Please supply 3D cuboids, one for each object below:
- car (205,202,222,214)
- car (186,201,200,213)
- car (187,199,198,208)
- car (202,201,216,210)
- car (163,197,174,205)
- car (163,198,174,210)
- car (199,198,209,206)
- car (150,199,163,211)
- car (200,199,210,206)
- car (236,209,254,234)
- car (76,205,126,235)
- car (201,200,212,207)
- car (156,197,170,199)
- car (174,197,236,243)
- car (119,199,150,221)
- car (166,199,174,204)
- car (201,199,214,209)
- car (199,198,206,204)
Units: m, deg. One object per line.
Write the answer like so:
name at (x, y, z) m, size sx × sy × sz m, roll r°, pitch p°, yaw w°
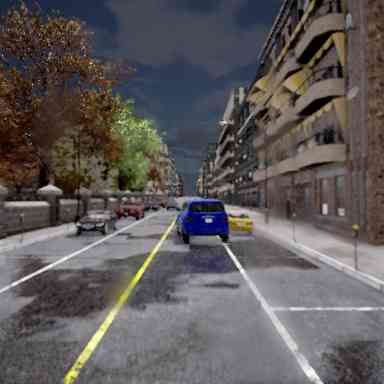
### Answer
car at (2.702, 2.001, 42.416) m, size 1.947 × 1.339 × 4.313 m, roll 1°, pitch -1°, yaw 0°
car at (0.098, 1.978, 44.110) m, size 1.812 × 1.442 × 4.674 m, roll 0°, pitch 0°, yaw 0°
car at (0.099, 2.102, 60.994) m, size 1.882 × 1.535 × 5.008 m, roll 0°, pitch 0°, yaw 0°
car at (2.702, 2.114, 53.464) m, size 1.947 × 1.339 × 4.313 m, roll 1°, pitch -1°, yaw 0°
car at (-5.674, 2.146, 81.081) m, size 2.192 × 1.841 × 5.009 m, roll 1°, pitch -1°, yaw 0°
car at (-3.036, 2.081, 52.027) m, size 2.033 × 1.411 × 5.357 m, roll 0°, pitch -1°, yaw 0°
car at (2.704, 2.215, 75.557) m, size 1.967 × 1.590 × 4.097 m, roll 1°, pitch -1°, yaw 0°
car at (-5.677, 2.057, 47.940) m, size 1.947 × 1.339 × 4.313 m, roll 1°, pitch -1°, yaw 0°
car at (2.703, 2.245, 70.203) m, size 1.752 × 1.417 × 4.829 m, roll 1°, pitch -1°, yaw 0°
car at (2.703, 1.737, 20.494) m, size 1.752 × 1.417 × 4.829 m, roll 1°, pitch -1°, yaw 0°
car at (-5.677, 1.760, 20.324) m, size 2.008 × 1.369 × 4.403 m, roll 1°, pitch -1°, yaw 0°
car at (2.703, 2.206, 64.509) m, size 1.887 × 1.381 × 4.507 m, roll 1°, pitch -1°, yaw 0°
car at (-5.673, 1.919, 58.989) m, size 2.192 × 1.841 × 5.009 m, roll 1°, pitch -1°, yaw 0°
car at (0.441, 1.399, 17.332) m, size 2.150 × 2.045 × 5.566 m, roll 0°, pitch -1°, yaw -6°
car at (-5.672, 1.637, 31.373) m, size 2.192 × 1.841 × 5.009 m, roll 1°, pitch -1°, yaw 0°
car at (-5.678, 2.432, 86.603) m, size 1.887 × 1.381 × 4.507 m, roll 1°, pitch -1°, yaw 0°
car at (2.705, 2.045, 58.988) m, size 1.967 × 1.590 × 4.097 m, roll 1°, pitch -1°, yaw 0°
car at (2.702, 2.415, 86.772) m, size 1.752 × 1.417 × 4.829 m, roll 1°, pitch -1°, yaw 0°
